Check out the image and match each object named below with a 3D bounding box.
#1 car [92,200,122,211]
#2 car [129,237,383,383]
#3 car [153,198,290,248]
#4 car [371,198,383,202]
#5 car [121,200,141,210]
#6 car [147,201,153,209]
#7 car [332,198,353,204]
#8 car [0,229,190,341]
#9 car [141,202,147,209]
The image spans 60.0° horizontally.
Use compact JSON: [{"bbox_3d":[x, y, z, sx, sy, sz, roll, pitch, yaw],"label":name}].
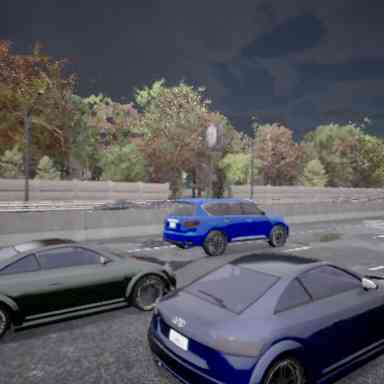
[{"bbox_3d":[-7.427,1.613,33.061,4.892,1.490,1.837,0,0,-35],"label":"car"},{"bbox_3d":[1.488,1.580,4.799,4.181,1.385,1.994,0,0,-35],"label":"car"},{"bbox_3d":[1.501,1.266,13.400,5.566,2.045,2.150,0,0,-35],"label":"car"},{"bbox_3d":[32.227,1.796,56.857,4.181,1.385,1.994,0,0,-35],"label":"car"},{"bbox_3d":[-3.767,1.608,31.369,4.892,1.490,1.837,0,0,-35],"label":"car"},{"bbox_3d":[-0.691,1.435,24.967,4.553,1.767,2.097,0,0,-35],"label":"car"},{"bbox_3d":[25.598,1.785,56.464,4.181,1.385,1.994,0,0,-35],"label":"car"},{"bbox_3d":[-2.370,1.585,6.351,4.181,1.385,1.994,0,0,-35],"label":"car"},{"bbox_3d":[-1.502,1.587,28.686,4.902,1.511,2.128,0,0,-35],"label":"car"}]
